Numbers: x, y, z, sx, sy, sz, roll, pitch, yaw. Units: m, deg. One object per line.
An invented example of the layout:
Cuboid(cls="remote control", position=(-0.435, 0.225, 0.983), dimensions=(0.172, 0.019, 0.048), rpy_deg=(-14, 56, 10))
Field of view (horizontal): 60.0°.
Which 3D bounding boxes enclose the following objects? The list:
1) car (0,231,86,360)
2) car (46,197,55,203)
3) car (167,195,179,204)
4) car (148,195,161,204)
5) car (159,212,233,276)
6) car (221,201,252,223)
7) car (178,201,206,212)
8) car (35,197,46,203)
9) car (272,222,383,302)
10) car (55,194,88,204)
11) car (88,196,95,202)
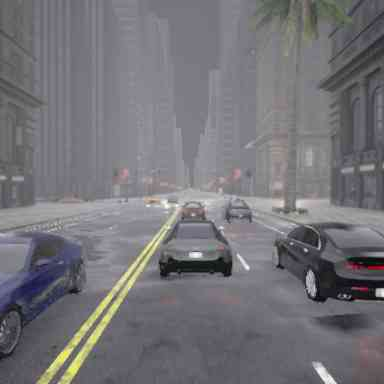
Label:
Cuboid(cls="car", position=(-3.351, 1.513, 6.041), dimensions=(1.812, 1.442, 4.674), rpy_deg=(0, 0, 0))
Cuboid(cls="car", position=(-29.085, 1.464, 74.584), dimensions=(5.009, 1.841, 2.192), rpy_deg=(-1, 1, 0))
Cuboid(cls="car", position=(-3.261, 1.368, 57.664), dimensions=(1.837, 1.490, 4.892), rpy_deg=(0, 0, 0))
Cuboid(cls="car", position=(-6.512, 1.329, 57.573), dimensions=(1.882, 1.535, 5.008), rpy_deg=(0, 0, 0))
Cuboid(cls="car", position=(0.096, 1.543, 10.305), dimensions=(1.994, 1.385, 4.181), rpy_deg=(0, 0, 0))
Cuboid(cls="car", position=(3.343, 1.436, 25.235), dimensions=(2.128, 1.511, 4.902), rpy_deg=(0, 0, 0))
Cuboid(cls="car", position=(0.094, 1.467, 26.315), dimensions=(1.812, 1.442, 4.674), rpy_deg=(0, 0, 0))
Cuboid(cls="car", position=(-34.168, 1.799, 74.606), dimensions=(4.206, 1.307, 1.802), rpy_deg=(-1, 1, 0))
Cuboid(cls="car", position=(3.344, 1.489, 8.193), dimensions=(1.837, 1.490, 4.892), rpy_deg=(0, 0, 0))
Cuboid(cls="car", position=(-23.853, 1.664, 66.044), dimensions=(4.829, 1.417, 1.752), rpy_deg=(-1, 1, 0))
Cuboid(cls="car", position=(-23.994, 1.624, 74.572), dimensions=(4.507, 1.381, 1.887), rpy_deg=(-1, 1, 0))
